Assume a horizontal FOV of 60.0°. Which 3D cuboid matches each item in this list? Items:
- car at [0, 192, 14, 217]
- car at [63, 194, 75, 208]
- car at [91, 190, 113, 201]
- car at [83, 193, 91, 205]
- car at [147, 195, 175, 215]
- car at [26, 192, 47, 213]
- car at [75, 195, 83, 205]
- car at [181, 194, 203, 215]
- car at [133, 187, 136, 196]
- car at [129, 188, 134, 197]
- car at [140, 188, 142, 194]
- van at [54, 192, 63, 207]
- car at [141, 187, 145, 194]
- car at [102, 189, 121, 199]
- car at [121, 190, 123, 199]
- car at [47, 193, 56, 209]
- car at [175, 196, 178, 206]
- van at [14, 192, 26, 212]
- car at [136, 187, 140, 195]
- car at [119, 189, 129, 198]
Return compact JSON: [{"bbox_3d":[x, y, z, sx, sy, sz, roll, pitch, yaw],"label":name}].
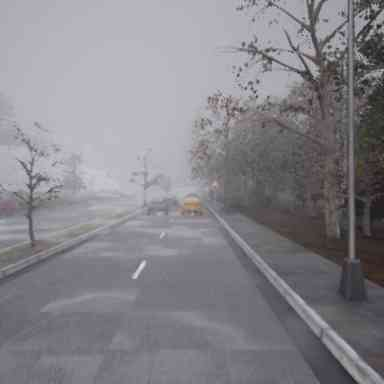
[{"bbox_3d":[-16.883,1.079,24.925,5.566,2.045,2.435,-1,1,-20],"label":"car"},{"bbox_3d":[-16.811,1.001,39.864,4.553,1.767,2.185,-1,1,-20],"label":"car"},{"bbox_3d":[-16.794,0.911,57.862,4.792,1.488,2.163,-1,1,-20],"label":"car"},{"bbox_3d":[-16.807,1.074,45.857,4.792,1.488,2.163,-1,1,-20],"label":"car"},{"bbox_3d":[-2.981,1.248,30.724,2.128,1.511,4.902,0,1,0],"label":"car"},{"bbox_3d":[-16.826,0.997,30.920,5.566,2.045,2.435,-1,1,-20],"label":"car"},{"bbox_3d":[-16.831,1.126,42.839,4.674,1.452,2.002,-1,1,-20],"label":"car"},{"bbox_3d":[0.019,1.233,30.738,1.882,1.535,5.008,0,1,0],"label":"car"},{"bbox_3d":[-16.827,0.269,78.851,5.566,2.045,2.435,-1,2,-20],"label":"car"},{"bbox_3d":[-16.630,0.578,75.929,5.366,1.575,1.946,-1,1,-20],"label":"car"},{"bbox_3d":[-16.789,0.250,90.877,4.674,1.452,2.002,-1,1,-20],"label":"car"},{"bbox_3d":[-16.953,0.944,36.828,4.442,1.987,1.878,-1,1,-20],"label":"van"},{"bbox_3d":[-16.776,0.123,93.875,5.008,1.535,2.097,-1,2,-20],"label":"car"},{"bbox_3d":[-16.986,0.797,63.784,5.366,1.575,1.946,-1,1,-20],"label":"car"},{"bbox_3d":[-16.815,0.790,66.858,4.674,1.452,2.002,-1,1,-20],"label":"car"},{"bbox_3d":[-16.839,1.209,33.892,4.892,1.521,2.231,-1,1,-20],"label":"car"},{"bbox_3d":[-2.934,1.087,45.205,1.812,1.442,4.674,0,1,1],"label":"car"},{"bbox_3d":[-16.745,1.062,27.968,4.442,1.987,1.878,-1,1,-20],"label":"van"},{"bbox_3d":[-16.821,0.168,87.863,4.553,1.767,2.185,-1,1,-20],"label":"car"},{"bbox_3d":[-16.785,0.451,69.872,5.566,2.045,2.435,-1,1,-20],"label":"car"}]
